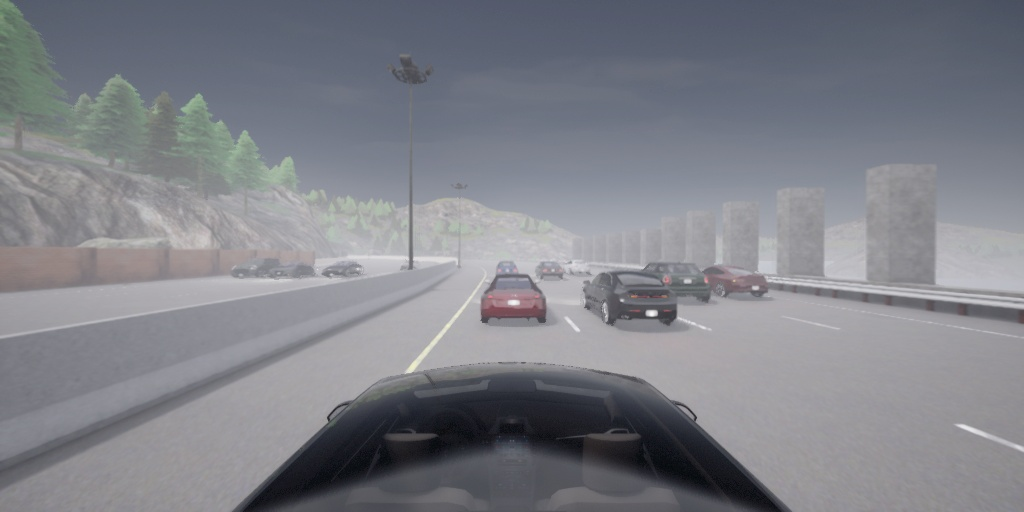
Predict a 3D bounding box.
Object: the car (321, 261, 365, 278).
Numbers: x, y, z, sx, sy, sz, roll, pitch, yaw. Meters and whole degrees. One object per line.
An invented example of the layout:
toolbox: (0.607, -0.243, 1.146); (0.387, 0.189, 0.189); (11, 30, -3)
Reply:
car: (-14.789, 1.113, 31.739); (2.033, 1.411, 5.357); (0, 0, -3)

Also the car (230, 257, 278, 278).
car: (-21.776, 0.921, 30.857); (2.097, 1.767, 4.553); (0, 0, -3)

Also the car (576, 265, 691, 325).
car: (3.530, 1.196, 11.545); (1.837, 1.490, 4.892); (0, 0, -1)

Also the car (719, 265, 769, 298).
car: (10.398, 1.181, 17.690); (1.812, 1.442, 4.674); (0, 0, -2)

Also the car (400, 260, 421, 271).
car: (-12.339, 1.093, 43.897); (1.895, 1.301, 4.718); (0, 0, -7)

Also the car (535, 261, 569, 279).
car: (3.031, 1.127, 29.971); (2.033, 1.411, 5.357); (0, 0, -3)

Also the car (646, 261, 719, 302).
car: (6.936, 1.014, 16.359); (2.097, 1.767, 4.553); (0, 0, -1)

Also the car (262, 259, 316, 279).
car: (-18.228, 1.140, 29.876); (1.994, 1.385, 4.181); (0, 0, -3)

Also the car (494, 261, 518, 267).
car: (-0.472, 1.127, 29.875); (2.033, 1.411, 5.357); (0, 0, -3)

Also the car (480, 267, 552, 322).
car: (0.019, 1.252, 11.969); (1.994, 1.385, 4.181); (0, 0, -1)

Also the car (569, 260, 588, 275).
car: (6.236, 1.077, 34.762); (1.812, 1.442, 4.674); (0, 0, -4)
